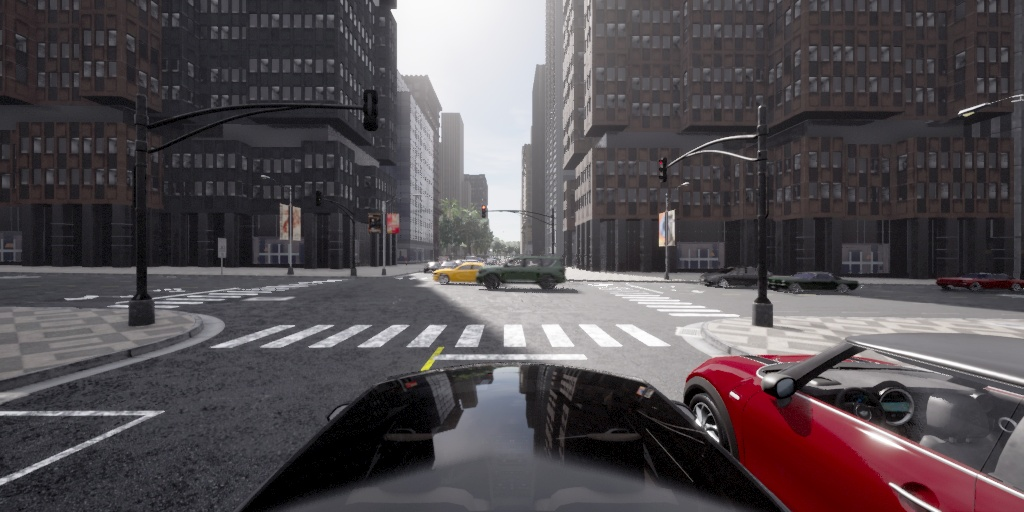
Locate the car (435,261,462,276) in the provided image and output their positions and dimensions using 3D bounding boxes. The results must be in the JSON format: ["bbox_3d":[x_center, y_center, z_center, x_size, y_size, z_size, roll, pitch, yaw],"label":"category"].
[{"bbox_3d":[-6.684,1.294,38.334,2.033,1.411,5.357,0,0,-1],"label":"car"}]

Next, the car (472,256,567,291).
[{"bbox_3d":[0.582,1.008,22.174,5.566,2.045,2.150,1,0,-1],"label":"car"}]

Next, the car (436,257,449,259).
[{"bbox_3d":[-9.502,1.084,48.851,2.192,1.841,5.009,0,0,-1],"label":"car"}]

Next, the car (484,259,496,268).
[{"bbox_3d":[-3.836,1.329,63.354,1.812,1.442,4.674,0,0,-1],"label":"car"}]

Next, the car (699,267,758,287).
[{"bbox_3d":[16.018,1.505,25.626,4.892,1.490,1.837,0,0,-1],"label":"car"}]

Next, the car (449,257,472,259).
[{"bbox_3d":[-6.831,1.261,48.601,2.128,1.511,4.902,0,0,-1],"label":"car"}]

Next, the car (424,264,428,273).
[{"bbox_3d":[-9.428,1.324,43.426,1.948,1.339,4.313,0,0,-1],"label":"car"}]

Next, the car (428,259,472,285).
[{"bbox_3d":[-3.034,1.207,25.378,5.008,1.535,1.882,1,0,-1],"label":"car"}]

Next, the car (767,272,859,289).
[{"bbox_3d":[18.522,1.643,22.408,4.718,1.301,1.895,1,0,-1],"label":"car"}]

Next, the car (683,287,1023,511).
[{"bbox_3d":[2.761,1.190,2.173,1.967,1.591,4.097,0,0,0],"label":"car"}]

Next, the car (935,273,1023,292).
[{"bbox_3d":[33.762,1.861,25.846,4.718,1.301,1.895,1,0,-1],"label":"car"}]
